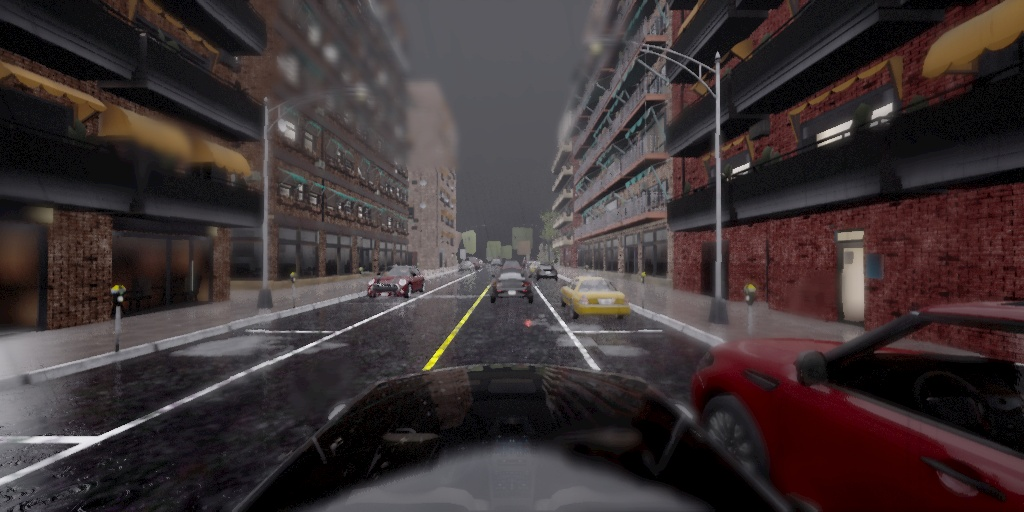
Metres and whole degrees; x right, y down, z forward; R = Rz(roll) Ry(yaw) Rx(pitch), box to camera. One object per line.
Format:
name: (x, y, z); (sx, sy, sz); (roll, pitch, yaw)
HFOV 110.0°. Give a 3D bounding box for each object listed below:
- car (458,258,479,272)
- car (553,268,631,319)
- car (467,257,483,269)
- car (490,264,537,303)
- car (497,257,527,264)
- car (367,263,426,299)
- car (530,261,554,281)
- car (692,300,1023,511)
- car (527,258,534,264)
car: (-5.819, 1.313, 45.869); (2.007, 1.370, 4.403); (0, 0, 0)
car: (2.700, 1.275, 12.597); (1.751, 1.417, 4.829); (0, 0, 0)
car: (-5.819, 1.080, 51.436); (2.192, 1.841, 5.009); (0, 0, 0)
car: (0.000, 1.285, 16.501); (1.812, 1.442, 4.674); (0, 0, 0)
car: (-0.001, 1.124, 31.473); (2.097, 1.767, 4.553); (0, 0, 0)
car: (-5.708, 1.191, 18.028); (1.967, 1.591, 4.097); (0, 0, 0)
car: (2.763, 1.322, 29.773); (1.948, 1.339, 4.313); (0, 0, 0)
car: (2.693, 1.061, 1.291); (2.192, 1.841, 5.009); (0, 0, 0)
car: (2.828, 1.285, 40.437); (1.751, 1.417, 4.829); (0, 0, 0)
